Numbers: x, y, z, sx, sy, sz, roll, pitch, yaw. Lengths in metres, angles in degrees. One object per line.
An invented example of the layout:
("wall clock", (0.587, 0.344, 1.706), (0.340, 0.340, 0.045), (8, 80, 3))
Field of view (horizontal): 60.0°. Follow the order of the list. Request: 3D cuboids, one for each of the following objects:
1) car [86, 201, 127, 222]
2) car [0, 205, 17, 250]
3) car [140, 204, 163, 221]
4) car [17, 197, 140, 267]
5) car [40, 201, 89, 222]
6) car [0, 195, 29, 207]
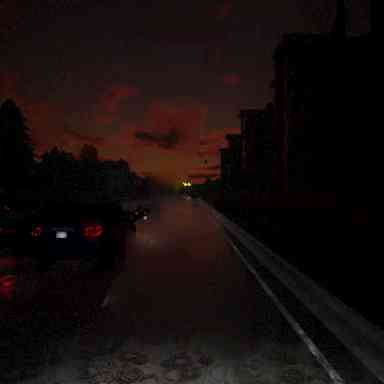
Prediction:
("car", (-6.970, 1.539, 27.717), (2.128, 1.511, 4.902), (0, 0, 0))
("car", (-6.955, 1.501, 13.872), (1.882, 1.535, 5.008), (0, 0, 0))
("car", (-3.475, 1.647, 27.108), (1.895, 1.301, 4.718), (0, 0, 1))
("car", (-3.470, 1.243, 11.610), (2.150, 2.045, 5.566), (0, 0, 1))
("car", (-10.470, 1.539, 27.718), (2.128, 1.511, 4.902), (0, 0, 0))
("car", (-13.980, 1.268, 26.580), (2.150, 2.045, 5.566), (0, 0, 1))
